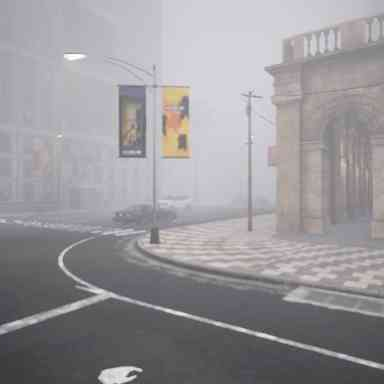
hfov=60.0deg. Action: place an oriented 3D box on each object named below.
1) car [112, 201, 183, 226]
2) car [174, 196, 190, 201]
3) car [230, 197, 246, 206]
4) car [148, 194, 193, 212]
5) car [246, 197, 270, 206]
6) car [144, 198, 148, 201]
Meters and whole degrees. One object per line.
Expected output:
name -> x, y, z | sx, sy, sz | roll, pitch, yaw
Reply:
car -> -3.303, 1.609, 24.207 | 2.033, 1.411, 5.357 | 0, 0, 35
car -> -2.744, 1.765, 94.971 | 4.181, 1.385, 1.994 | 0, 0, 16
car -> 8.613, 1.606, 59.138 | 1.837, 1.490, 4.892 | 0, -1, 36
car -> -2.100, 1.309, 38.264 | 2.150, 2.045, 5.566 | 0, 0, 35
car -> 11.820, 1.579, 57.596 | 2.128, 1.511, 4.902 | 0, 0, 36
car -> -4.860, 1.453, 40.411 | 2.097, 1.767, 4.553 | 0, 0, 35
